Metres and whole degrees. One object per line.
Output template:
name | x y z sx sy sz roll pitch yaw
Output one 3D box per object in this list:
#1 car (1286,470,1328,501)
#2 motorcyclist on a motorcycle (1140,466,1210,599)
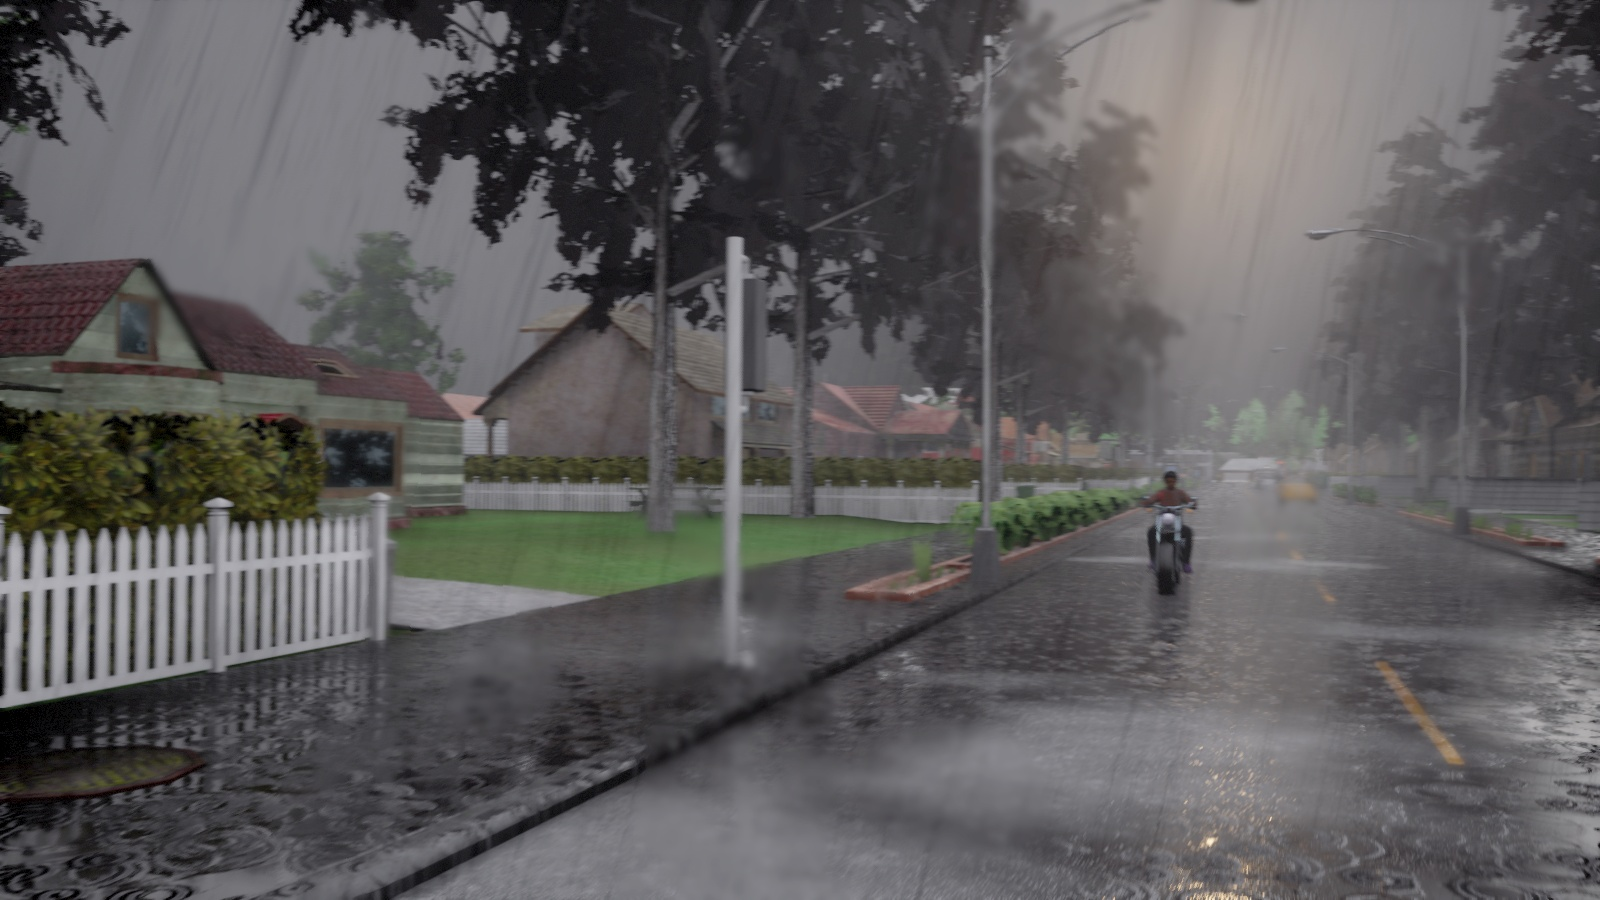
car | 26.828 1.861 66.567 1.801 1.575 5.366 0 -1 19
motorcyclist on a motorcycle | 5.058 1.047 16.850 0.766 1.649 2.350 0 -1 19
